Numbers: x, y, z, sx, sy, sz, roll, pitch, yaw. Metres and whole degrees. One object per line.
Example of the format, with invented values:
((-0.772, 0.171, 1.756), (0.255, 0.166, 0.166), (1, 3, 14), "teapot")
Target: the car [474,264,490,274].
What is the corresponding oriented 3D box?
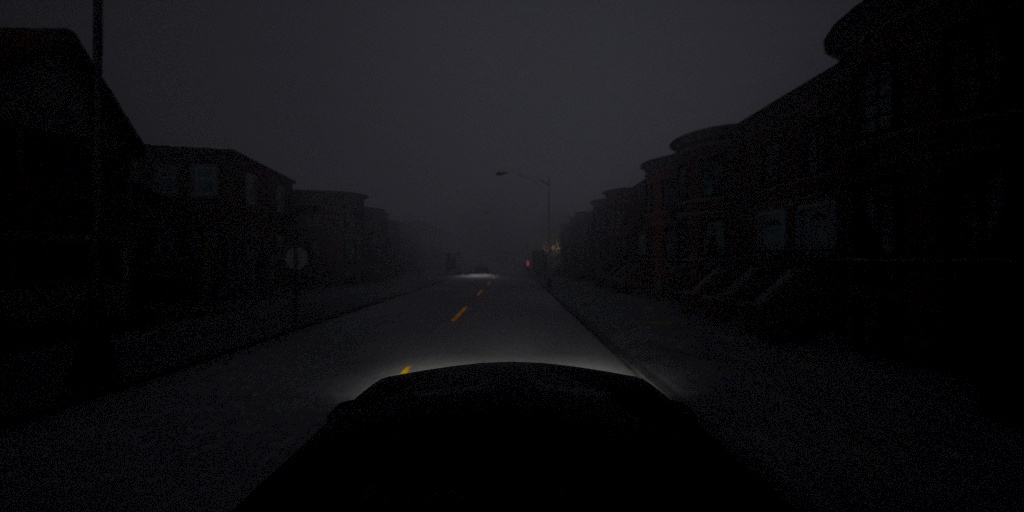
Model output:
((-4.077, 1.755, 49.276), (1.895, 1.301, 4.718), (0, 0, 0), "car")
